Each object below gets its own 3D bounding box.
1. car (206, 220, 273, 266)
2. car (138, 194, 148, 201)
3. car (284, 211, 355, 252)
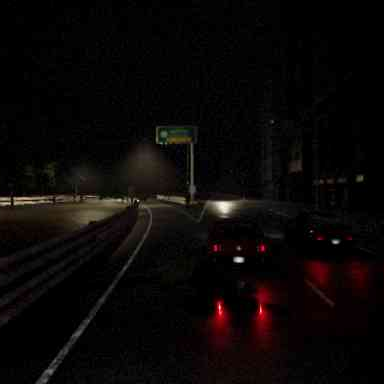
[{"bbox_3d":[1.453,1.607,11.499,1.895,1.301,4.718,0,0,4],"label":"car"},{"bbox_3d":[-10.890,1.277,73.661,1.882,1.535,5.008,0,0,-12],"label":"car"},{"bbox_3d":[5.098,1.524,13.763,1.812,1.442,4.674,0,0,4],"label":"car"}]
